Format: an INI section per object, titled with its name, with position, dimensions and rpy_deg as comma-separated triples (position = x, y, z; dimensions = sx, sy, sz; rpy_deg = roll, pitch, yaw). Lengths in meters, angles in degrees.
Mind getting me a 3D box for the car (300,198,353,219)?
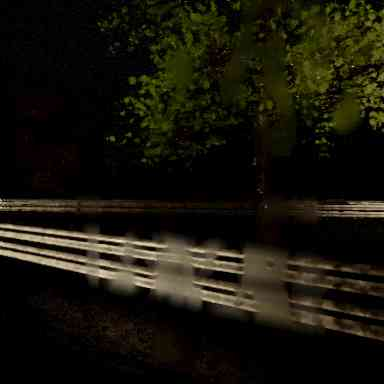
[car]
position = 12.075, 1.424, 30.073
dimensions = 4.553, 1.767, 2.097
rpy_deg = 0, 0, 13
